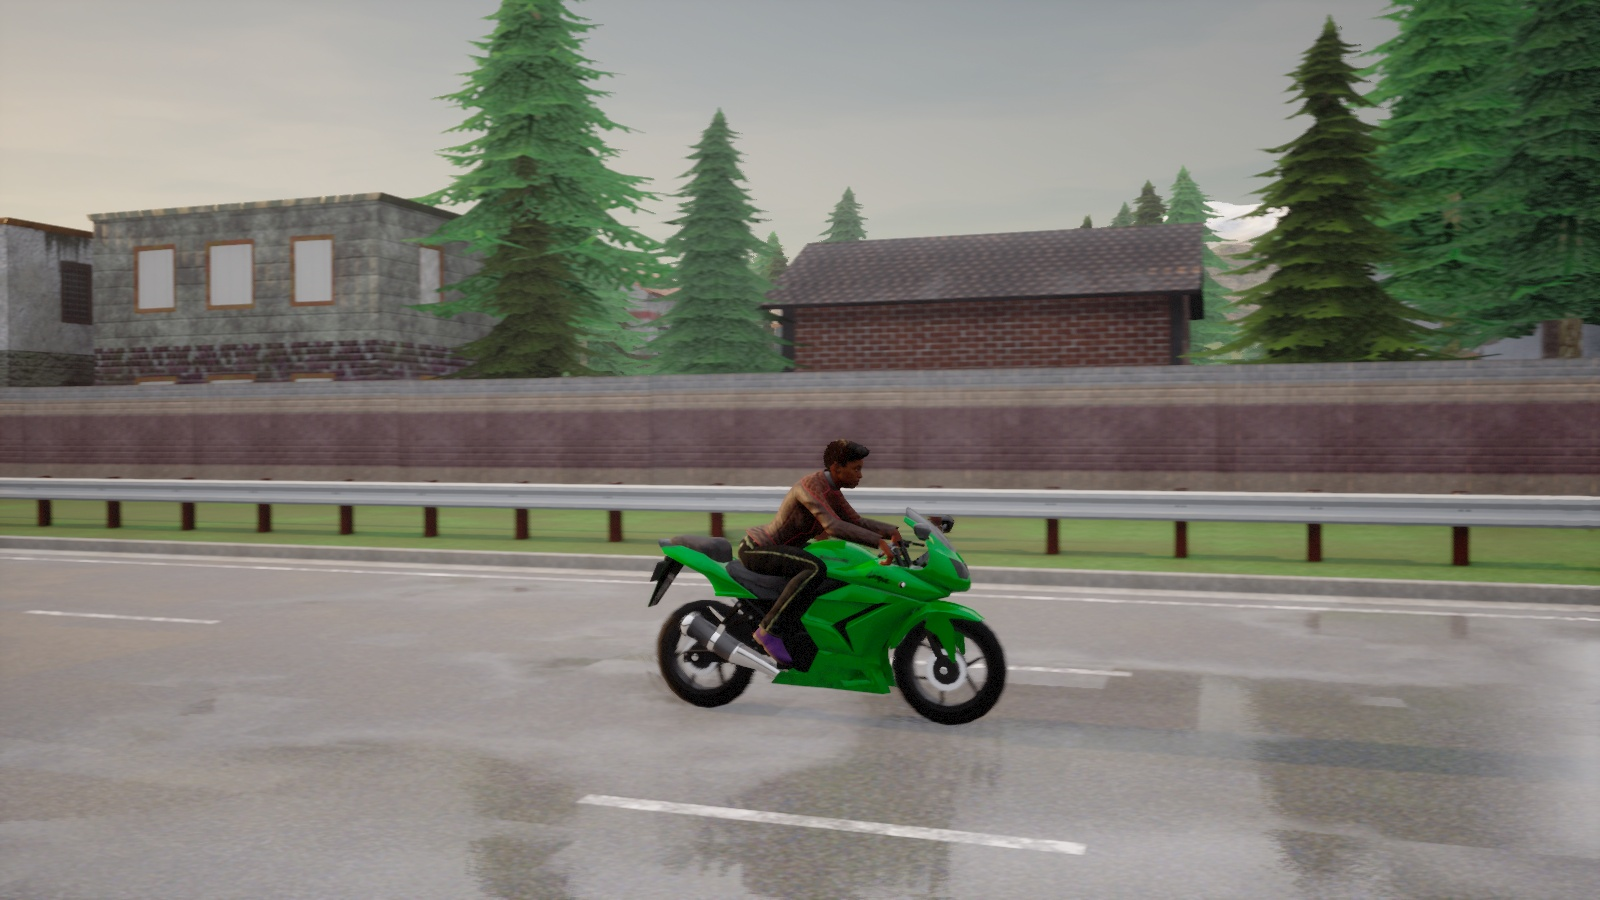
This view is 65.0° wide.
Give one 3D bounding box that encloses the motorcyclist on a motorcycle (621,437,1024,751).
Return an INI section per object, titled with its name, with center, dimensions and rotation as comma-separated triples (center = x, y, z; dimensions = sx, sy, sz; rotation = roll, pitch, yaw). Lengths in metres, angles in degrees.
[motorcyclist on a motorcycle]
center = 0.127, 0.699, 6.843
dimensions = 2.044, 1.523, 0.797
rotation = 1, 1, 19
